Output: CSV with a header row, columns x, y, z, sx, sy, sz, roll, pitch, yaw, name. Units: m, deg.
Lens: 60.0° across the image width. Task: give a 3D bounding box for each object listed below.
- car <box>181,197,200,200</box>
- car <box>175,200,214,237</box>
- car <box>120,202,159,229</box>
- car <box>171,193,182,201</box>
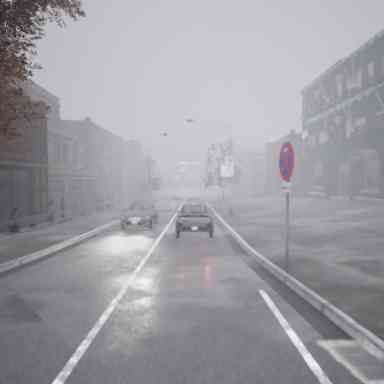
x,y,z,sx,sy,sz,roll,pitch,yaw,name
0.208,1.256,36.543,2.033,1.411,5.357,0,1,0,car
0.125,1.407,17.527,2.128,1.511,4.902,0,1,0,car
-3.120,1.378,20.589,2.128,1.511,4.902,0,1,0,car
-2.748,0.947,62.022,1.812,1.442,4.674,0,1,1,car
